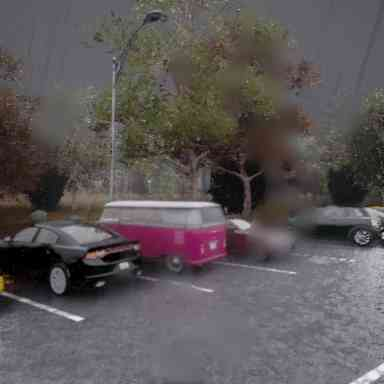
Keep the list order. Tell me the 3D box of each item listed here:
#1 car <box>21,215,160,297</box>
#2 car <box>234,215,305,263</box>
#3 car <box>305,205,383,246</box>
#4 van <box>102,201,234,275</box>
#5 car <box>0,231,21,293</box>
[{"bbox_3d":[-3.506,1.489,8.676,5.008,1.535,2.097,-1,-1,35],"label":"car"},{"bbox_3d":[1.359,1.539,12.093,4.674,1.452,2.002,-1,-1,35],"label":"car"},{"bbox_3d":[6.277,1.378,15.444,4.553,1.767,2.185,-1,-1,35],"label":"car"},{"bbox_3d":[-1.179,1.271,10.457,4.442,1.987,1.878,-1,-1,35],"label":"van"},{"bbox_3d":[-6.086,1.481,7.070,5.366,1.575,1.946,-1,-1,34],"label":"car"}]
